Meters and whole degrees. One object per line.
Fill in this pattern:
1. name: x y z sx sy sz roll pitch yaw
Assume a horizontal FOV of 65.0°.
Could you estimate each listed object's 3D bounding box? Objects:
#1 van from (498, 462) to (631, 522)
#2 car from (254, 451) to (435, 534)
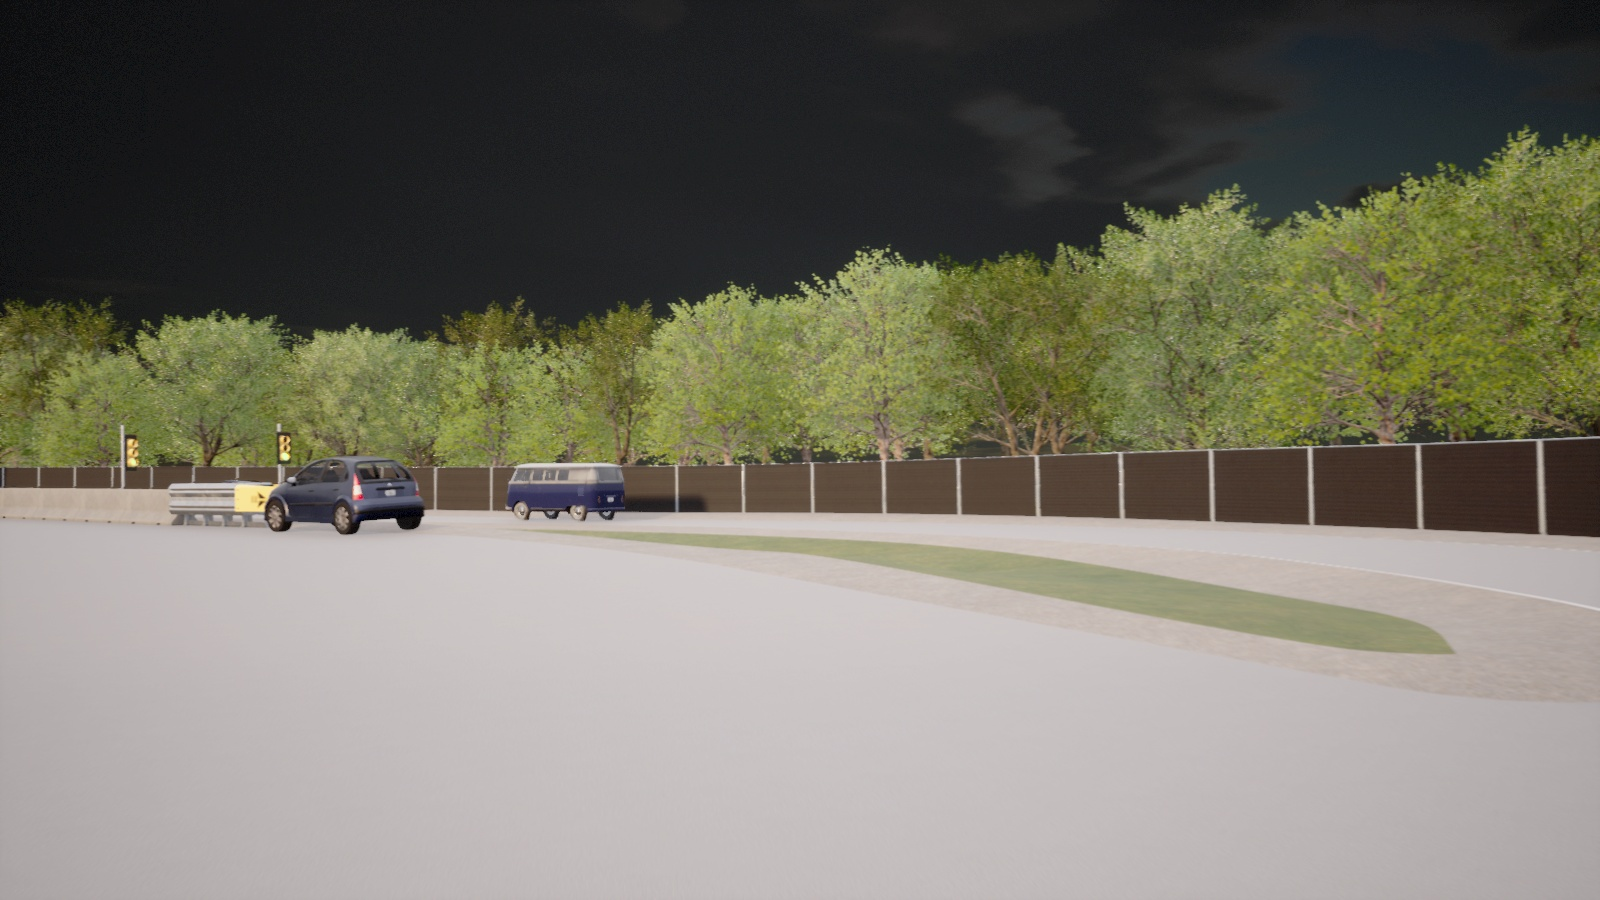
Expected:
1. van: -8.139 1.425 43.271 4.442 1.987 1.775 -1 -1 31
2. car: -9.913 0.886 27.223 3.988 1.617 1.851 -1 1 39
